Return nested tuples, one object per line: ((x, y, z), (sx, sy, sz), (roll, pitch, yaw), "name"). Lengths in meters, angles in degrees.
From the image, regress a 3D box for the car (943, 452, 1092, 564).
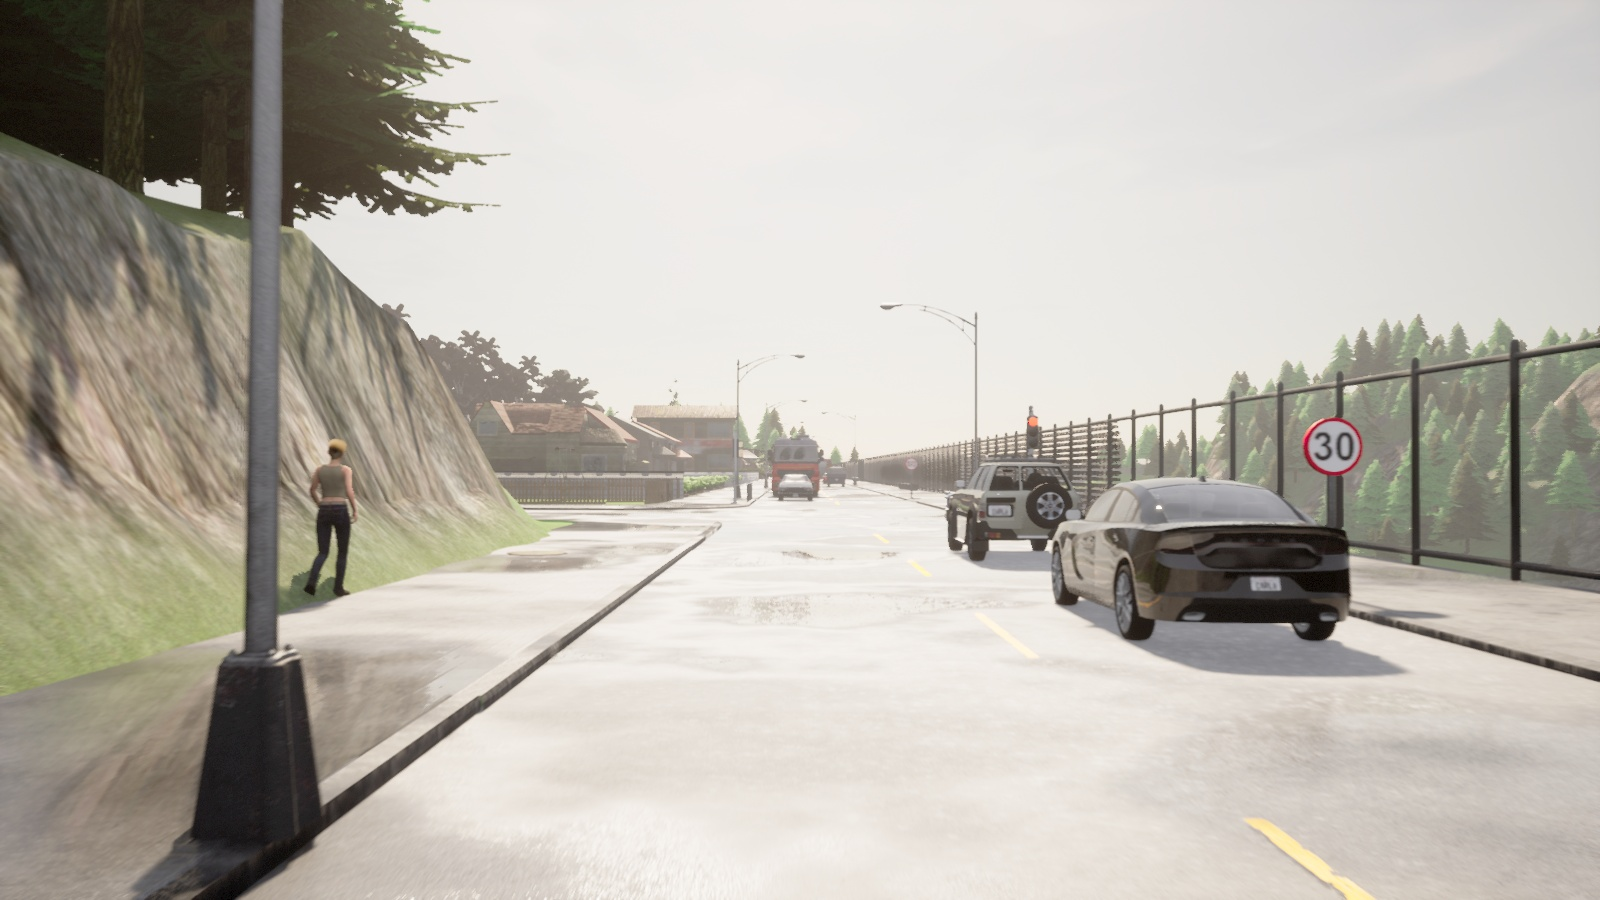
((3.881, 1.005, 23.248), (1.932, 1.855, 4.605), (0, -1, 0), "car")

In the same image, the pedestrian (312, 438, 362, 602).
((-5.303, 0.788, 14.403), (0.345, 1.836, 0.594), (0, -1, 0), "pedestrian")

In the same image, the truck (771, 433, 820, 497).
((-0.293, 0.975, 78.943), (2.891, 3.827, 8.468), (0, -1, 0), "truck")

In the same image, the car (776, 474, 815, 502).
((-0.244, 1.990, 67.214), (2.033, 1.411, 5.357), (0, -1, 0), "car")

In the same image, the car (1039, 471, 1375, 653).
((3.951, 0.998, 13.224), (1.882, 1.535, 5.008), (0, -1, 0), "car")
